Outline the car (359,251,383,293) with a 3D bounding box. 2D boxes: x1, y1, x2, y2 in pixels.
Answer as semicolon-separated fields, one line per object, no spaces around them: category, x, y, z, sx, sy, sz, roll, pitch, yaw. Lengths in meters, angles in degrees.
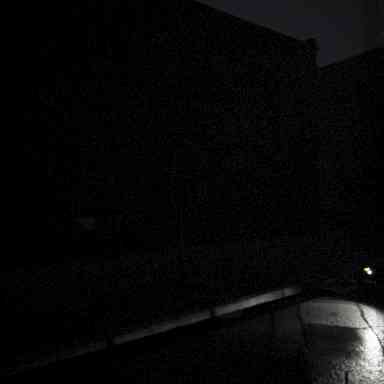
car;6.070;1.504;7.709;5.357;1.411;2.033;0;0;-36
